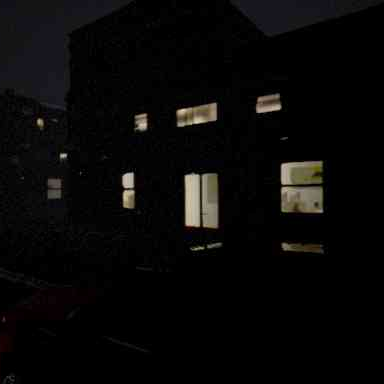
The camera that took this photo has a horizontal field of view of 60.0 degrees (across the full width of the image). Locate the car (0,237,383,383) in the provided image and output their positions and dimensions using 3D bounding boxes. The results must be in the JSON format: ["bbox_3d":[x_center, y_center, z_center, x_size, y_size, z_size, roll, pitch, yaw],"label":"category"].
[{"bbox_3d":[0.417,1.310,2.597,5.009,1.841,2.192,0,-1,36],"label":"car"}]
